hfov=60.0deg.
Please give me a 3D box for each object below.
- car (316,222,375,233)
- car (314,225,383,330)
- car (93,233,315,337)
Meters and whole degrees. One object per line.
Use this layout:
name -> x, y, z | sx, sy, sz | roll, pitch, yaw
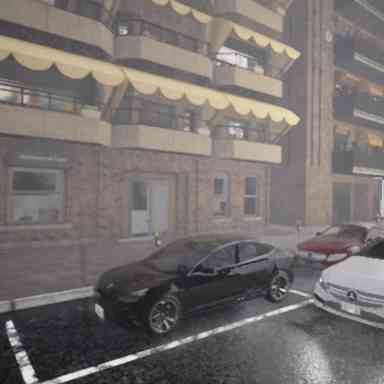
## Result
car -> 4.781, 1.586, 9.916 | 4.206, 1.307, 1.802 | 0, 1, -35
car -> 4.339, 1.529, 6.475 | 4.674, 1.442, 1.812 | 0, 0, -36
car -> 0.267, 1.568, 6.693 | 4.313, 1.339, 1.947 | 0, 1, -35
